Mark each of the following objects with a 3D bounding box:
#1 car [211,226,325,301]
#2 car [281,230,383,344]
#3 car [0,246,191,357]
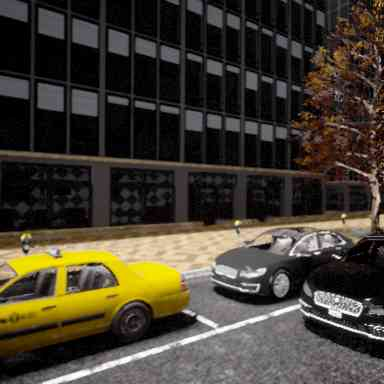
[{"bbox_3d":[2.472,1.580,8.316,4.403,1.369,2.008,0,0,-35],"label":"car"},{"bbox_3d":[4.070,1.534,6.278,4.892,1.490,1.837,0,0,-35],"label":"car"},{"bbox_3d":[-2.303,1.529,4.913,4.829,1.417,1.752,0,0,-35],"label":"car"}]
